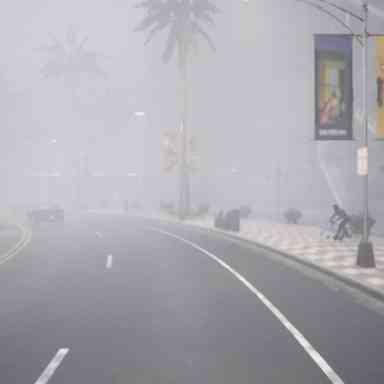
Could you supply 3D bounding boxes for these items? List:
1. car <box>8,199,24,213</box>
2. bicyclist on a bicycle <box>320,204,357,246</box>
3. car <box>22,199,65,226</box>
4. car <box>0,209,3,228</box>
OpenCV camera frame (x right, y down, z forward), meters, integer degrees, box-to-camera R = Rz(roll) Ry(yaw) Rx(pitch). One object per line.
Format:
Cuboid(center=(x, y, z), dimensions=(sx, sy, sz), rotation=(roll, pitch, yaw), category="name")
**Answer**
Cuboid(center=(-17.730, 1.533, 35.542), dimensions=(4.902, 1.511, 2.128), rotation=(0, 0, 36), category="car")
Cuboid(center=(5.740, 1.293, 12.991), dimensions=(1.656, 1.620, 0.582), rotation=(0, 0, -13), category="bicyclist on a bicycle")
Cuboid(center=(-10.538, 1.503, 23.737), dimensions=(1.882, 1.535, 5.008), rotation=(0, 0, -34), category="car")
Cuboid(center=(-13.788, 1.508, 21.883), dimensions=(1.882, 1.535, 5.008), rotation=(0, 0, -38), category="car")
